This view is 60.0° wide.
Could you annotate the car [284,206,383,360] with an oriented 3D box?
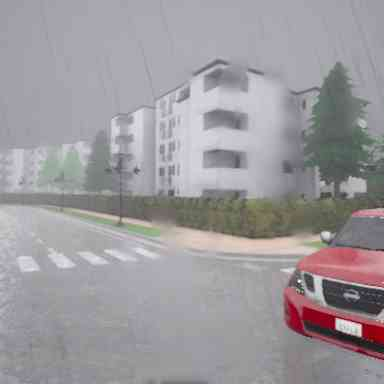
[{"bbox_3d":[3.833,1.302,5.946,5.566,2.045,2.150,1,-1,-45],"label":"car"}]
